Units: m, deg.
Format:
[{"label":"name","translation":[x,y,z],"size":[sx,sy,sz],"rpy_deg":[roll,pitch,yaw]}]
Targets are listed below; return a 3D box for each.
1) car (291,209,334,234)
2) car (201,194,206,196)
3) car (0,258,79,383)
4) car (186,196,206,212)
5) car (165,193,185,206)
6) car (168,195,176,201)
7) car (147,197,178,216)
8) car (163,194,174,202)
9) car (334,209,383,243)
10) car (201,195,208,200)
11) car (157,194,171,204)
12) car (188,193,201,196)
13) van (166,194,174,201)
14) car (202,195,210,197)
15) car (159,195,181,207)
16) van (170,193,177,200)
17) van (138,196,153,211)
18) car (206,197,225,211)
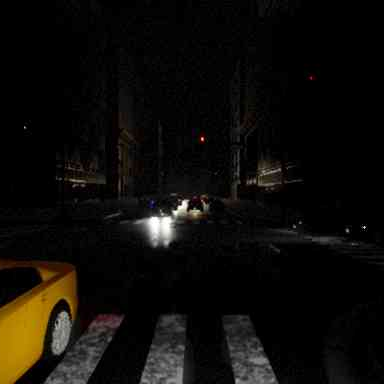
[{"label":"car","translation":[8.793,1.721,19.822],"size":[5.357,1.411,2.033],"rpy_deg":[1,0,0]},{"label":"car","translation":[3.217,1.533,68.804],"size":[1.887,1.381,4.507],"rpy_deg":[0,0,0]},{"label":"car","translation":[-2.804,1.479,3.142],"size":[1.882,1.535,5.008],"rpy_deg":[0,0,4]},{"label":"car","translation":[0.355,1.519,39.095],"size":[1.837,1.490,4.892],"rpy_deg":[0,0,1]},{"label":"car","translation":[-2.665,1.359,52.289],"size":[2.097,1.767,4.553],"rpy_deg":[0,0,1]},{"label":"car","translation":[-5.161,1.504,85.821],"size":[1.887,1.381,4.507],"rpy_deg":[0,0,0]},{"label":"car","translation":[-2.852,1.505,33.106],"size":[2.128,1.511,4.902],"rpy_deg":[0,0,1]},{"label":"car","translation":[-5.258,1.295,74.524],"size":[2.192,1.841,5.009],"rpy_deg":[0,0,0]},{"label":"car","translation":[10.066,1.666,16.418],"size":[4.902,1.511,2.128],"rpy_deg":[1,0,-3]},{"label":"car","translation":[3.412,1.499,91.399],"size":[2.008,1.369,4.403],"rpy_deg":[0,0,0]},{"label":"car","translation":[-5.356,1.311,63.227],"size":[2.192,1.841,5.009],"rpy_deg":[0,0,0]},{"label":"car","translation":[0.584,1.482,73.145],"size":[1.837,1.490,4.892],"rpy_deg":[0,0,0]},{"label":"van","translation":[-5.209,1.311,80.172],"size":[1.690,1.788,3.998],"rpy_deg":[0,0,0]},{"label":"car","translation":[3.118,1.584,57.506],"size":[1.802,1.307,4.206],"rpy_deg":[0,0,0]},{"label":"car","translation":[-2.770,1.489,42.545],"size":[1.882,1.535,5.008],"rpy_deg":[0,0,1]},{"label":"van","translation":[-5.111,1.290,91.469],"size":[1.690,1.788,3.998],"rpy_deg":[0,0,0]},{"label":"van","translation":[-5.552,1.353,40.632],"size":[1.690,1.788,3.998],"rpy_deg":[0,0,0]},{"label":"car","translation":[2.972,1.578,40.559],"size":[1.947,1.339,4.313],"rpy_deg":[0,0,0]}]
